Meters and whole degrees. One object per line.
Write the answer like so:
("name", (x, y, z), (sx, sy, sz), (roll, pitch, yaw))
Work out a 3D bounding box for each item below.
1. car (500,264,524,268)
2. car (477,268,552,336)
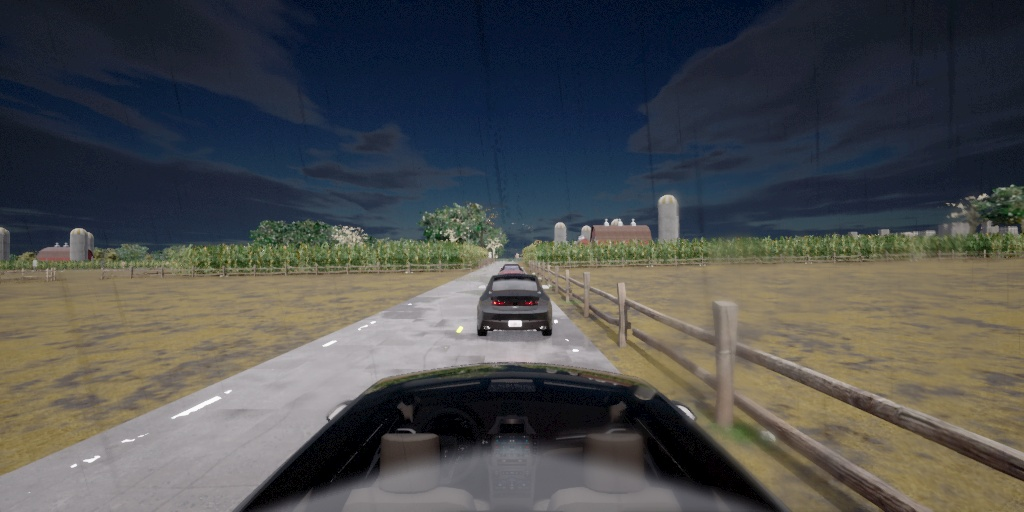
("car", (-0.028, 1.295, 27.265), (1.994, 1.385, 4.181), (0, 0, 0))
("car", (0.058, 1.253, 10.367), (1.837, 1.490, 4.892), (0, 0, 0))
